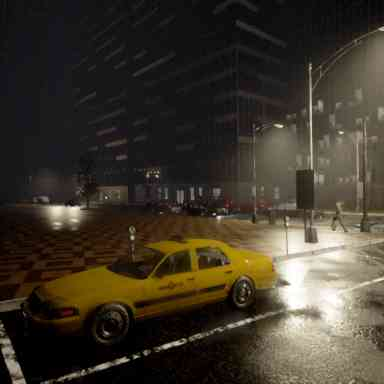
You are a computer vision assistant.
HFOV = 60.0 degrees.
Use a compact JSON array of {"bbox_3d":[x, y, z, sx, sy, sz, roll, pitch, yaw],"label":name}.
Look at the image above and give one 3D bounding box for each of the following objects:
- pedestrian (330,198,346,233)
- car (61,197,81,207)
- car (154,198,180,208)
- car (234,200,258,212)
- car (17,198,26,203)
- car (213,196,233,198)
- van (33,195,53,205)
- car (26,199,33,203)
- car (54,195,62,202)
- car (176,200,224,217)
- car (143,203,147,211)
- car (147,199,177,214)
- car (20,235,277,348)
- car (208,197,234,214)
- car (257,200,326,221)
[{"bbox_3d":[7.565,1.188,17.261,0.375,1.860,0.375,-1,0,-35],"label":"pedestrian"},{"bbox_3d":[-21.358,1.996,59.501,1.802,1.307,4.206,-2,1,-41],"label":"car"},{"bbox_3d":[-3.930,1.709,52.131,1.947,1.339,4.313,-2,1,-41],"label":"car"},{"bbox_3d":[7.141,1.629,39.297,1.802,1.307,4.206,-2,1,-41],"label":"car"},{"bbox_3d":[-43.353,2.123,85.005,1.752,1.417,4.829,-2,1,-41],"label":"car"},{"bbox_3d":[3.444,1.394,43.569,2.192,1.841,5.009,-2,1,-41],"label":"car"},{"bbox_3d":[-32.416,1.849,72.315,1.690,1.788,3.998,-2,1,-41],"label":"van"},{"bbox_3d":[-35.985,2.063,76.461,1.752,1.417,4.829,-2,1,-41],"label":"car"},{"bbox_3d":[-33.453,1.939,86.355,1.887,1.381,4.507,-2,1,-41],"label":"car"},{"bbox_3d":[0.747,1.788,33.867,1.947,1.339,4.313,-2,1,-41],"label":"car"},{"bbox_3d":[-4.679,1.796,44.161,1.994,1.385,4.181,-2,1,-40],"label":"car"},{"bbox_3d":[-2.940,1.695,38.137,1.967,1.590,4.097,-2,1,-41],"label":"car"},{"bbox_3d":[-0.478,1.524,6.235,4.829,1.417,1.752,0,-1,-35],"label":"car"},{"bbox_3d":[1.842,1.681,36.573,1.837,1.490,4.892,-2,1,-41],"label":"car"},{"bbox_3d":[8.607,1.663,28.725,2.033,1.411,5.357,-2,1,-41],"label":"car"}]
